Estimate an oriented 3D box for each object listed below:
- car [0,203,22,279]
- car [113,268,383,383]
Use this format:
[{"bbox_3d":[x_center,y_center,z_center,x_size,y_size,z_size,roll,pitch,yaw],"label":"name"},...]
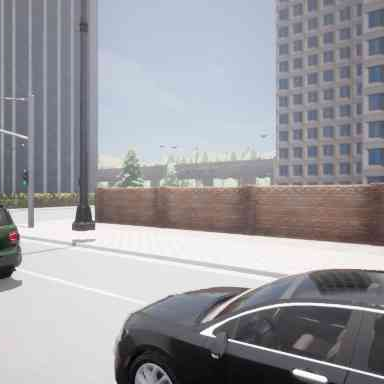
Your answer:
[{"bbox_3d":[-6.715,1.221,8.752,5.566,2.045,2.150,0,0,35],"label":"car"},{"bbox_3d":[1.368,1.505,3.016,4.892,1.490,1.837,0,0,35],"label":"car"}]
